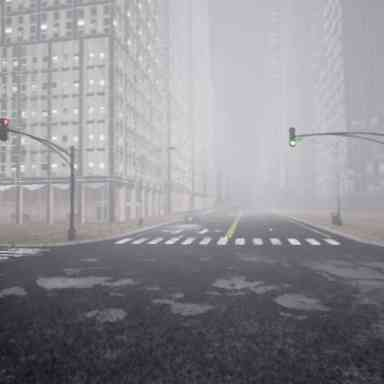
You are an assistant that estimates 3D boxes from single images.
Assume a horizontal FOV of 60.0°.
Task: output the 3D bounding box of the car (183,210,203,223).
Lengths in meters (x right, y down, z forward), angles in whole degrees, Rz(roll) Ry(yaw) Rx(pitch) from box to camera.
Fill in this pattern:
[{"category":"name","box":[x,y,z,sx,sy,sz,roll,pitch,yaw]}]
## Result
[{"category":"car","box":[0.201,2.846,39.177,2.128,1.511,4.902,-1,-2,9]}]
